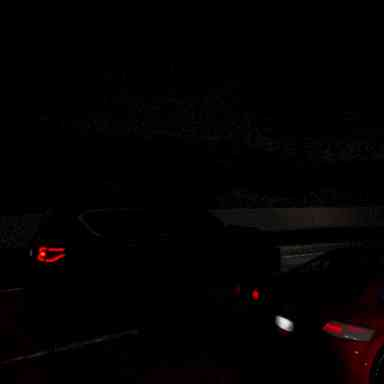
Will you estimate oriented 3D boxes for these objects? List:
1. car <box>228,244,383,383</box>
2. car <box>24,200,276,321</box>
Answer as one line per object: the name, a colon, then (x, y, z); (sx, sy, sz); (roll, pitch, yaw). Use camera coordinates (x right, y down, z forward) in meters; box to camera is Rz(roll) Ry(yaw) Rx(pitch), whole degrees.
car: (2.876, 1.557, 4.956); (4.181, 1.385, 1.994); (0, 0, -28)
car: (-0.606, 1.193, 7.378); (5.566, 2.045, 2.150); (0, 0, -30)
